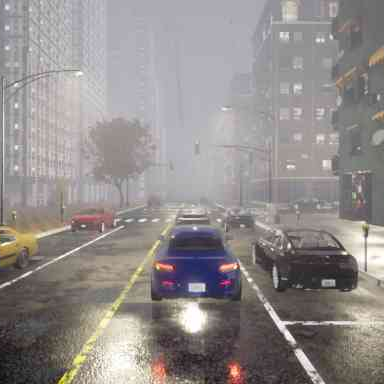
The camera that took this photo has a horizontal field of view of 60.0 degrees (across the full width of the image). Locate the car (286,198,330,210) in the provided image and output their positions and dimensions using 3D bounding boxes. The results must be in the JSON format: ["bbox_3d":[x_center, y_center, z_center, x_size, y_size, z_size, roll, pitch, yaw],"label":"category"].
[{"bbox_3d":[13.358,1.359,39.202,4.403,1.369,2.008,-1,1,-1],"label":"car"}]

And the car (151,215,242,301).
[{"bbox_3d":[0.079,1.526,8.190,1.812,1.442,4.674,0,0,0],"label":"car"}]

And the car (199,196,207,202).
[{"bbox_3d":[2.548,1.599,79.949,1.752,1.417,4.829,0,0,0],"label":"car"}]

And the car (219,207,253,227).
[{"bbox_3d":[2.657,1.555,19.777,2.008,1.369,4.403,0,0,0],"label":"car"}]

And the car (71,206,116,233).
[{"bbox_3d":[-5.723,1.549,19.762,1.887,1.381,4.507,0,0,0],"label":"car"}]

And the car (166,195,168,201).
[{"bbox_3d":[-5.793,1.607,57.673,1.947,1.339,4.313,0,0,0],"label":"car"}]

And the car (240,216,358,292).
[{"bbox_3d":[2.677,1.552,8.711,2.008,1.369,4.403,0,0,0],"label":"car"}]

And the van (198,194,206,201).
[{"bbox_3d":[2.537,1.425,85.303,1.690,1.788,3.998,0,0,0],"label":"van"}]

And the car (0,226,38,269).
[{"bbox_3d":[-5.703,1.526,8.526,1.752,1.417,4.829,0,0,0],"label":"car"}]

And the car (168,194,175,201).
[{"bbox_3d":[-5.843,1.650,85.288,1.947,1.339,4.313,0,0,0],"label":"car"}]

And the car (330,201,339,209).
[{"bbox_3d":[18.755,1.259,39.267,4.829,1.417,1.752,-1,1,-1],"label":"car"}]

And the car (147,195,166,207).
[{"bbox_3d":[-5.783,1.349,52.150,2.192,1.841,5.009,0,0,0],"label":"car"}]

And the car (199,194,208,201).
[{"bbox_3d":[2.558,1.630,74.256,1.947,1.339,4.313,0,0,0],"label":"car"}]

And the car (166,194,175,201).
[{"bbox_3d":[-5.854,1.410,90.810,2.192,1.841,5.009,0,0,0],"label":"car"}]

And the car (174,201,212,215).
[{"bbox_3d":[0.048,1.495,18.293,2.128,1.511,4.902,0,0,0],"label":"car"}]
